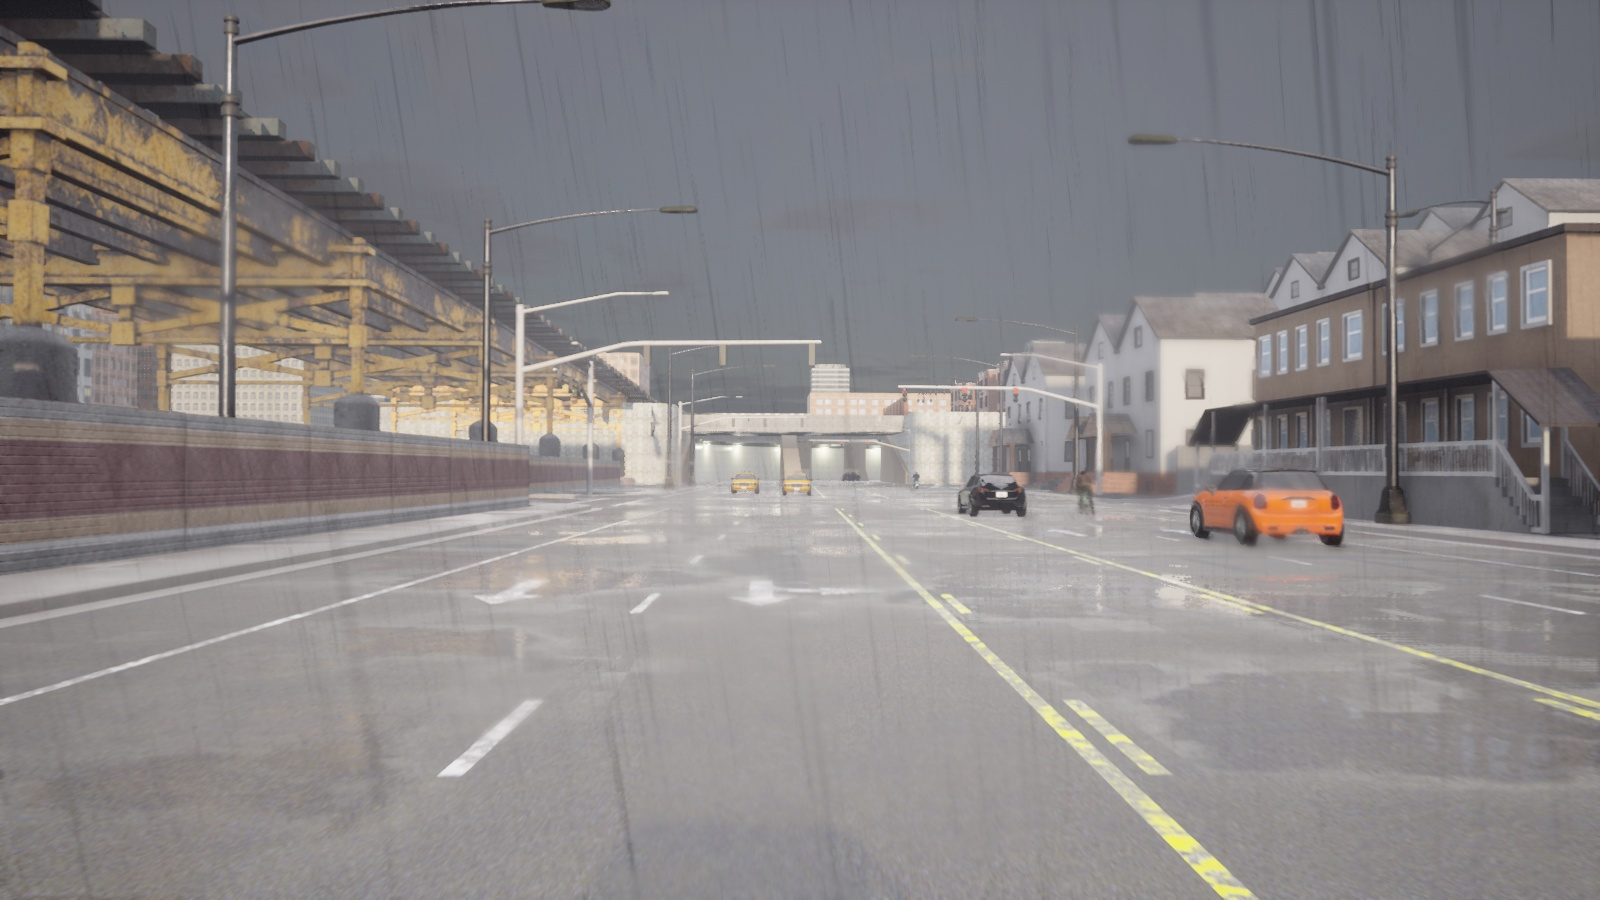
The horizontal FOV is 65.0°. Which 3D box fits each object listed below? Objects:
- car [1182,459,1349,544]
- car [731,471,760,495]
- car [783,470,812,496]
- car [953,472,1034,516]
[{"bbox_3d":[10.436,1.110,28.574,2.097,1.767,4.553,0,-1,0],"label":"car"},{"bbox_3d":[-3.692,2.206,85.865,1.801,1.575,5.366,0,-1,0],"label":"car"},{"bbox_3d":[-0.182,2.115,81.252,1.801,1.575,5.366,0,-1,0],"label":"car"},{"bbox_3d":[6.899,1.546,45.329,2.163,1.488,4.792,0,-1,0],"label":"car"}]
